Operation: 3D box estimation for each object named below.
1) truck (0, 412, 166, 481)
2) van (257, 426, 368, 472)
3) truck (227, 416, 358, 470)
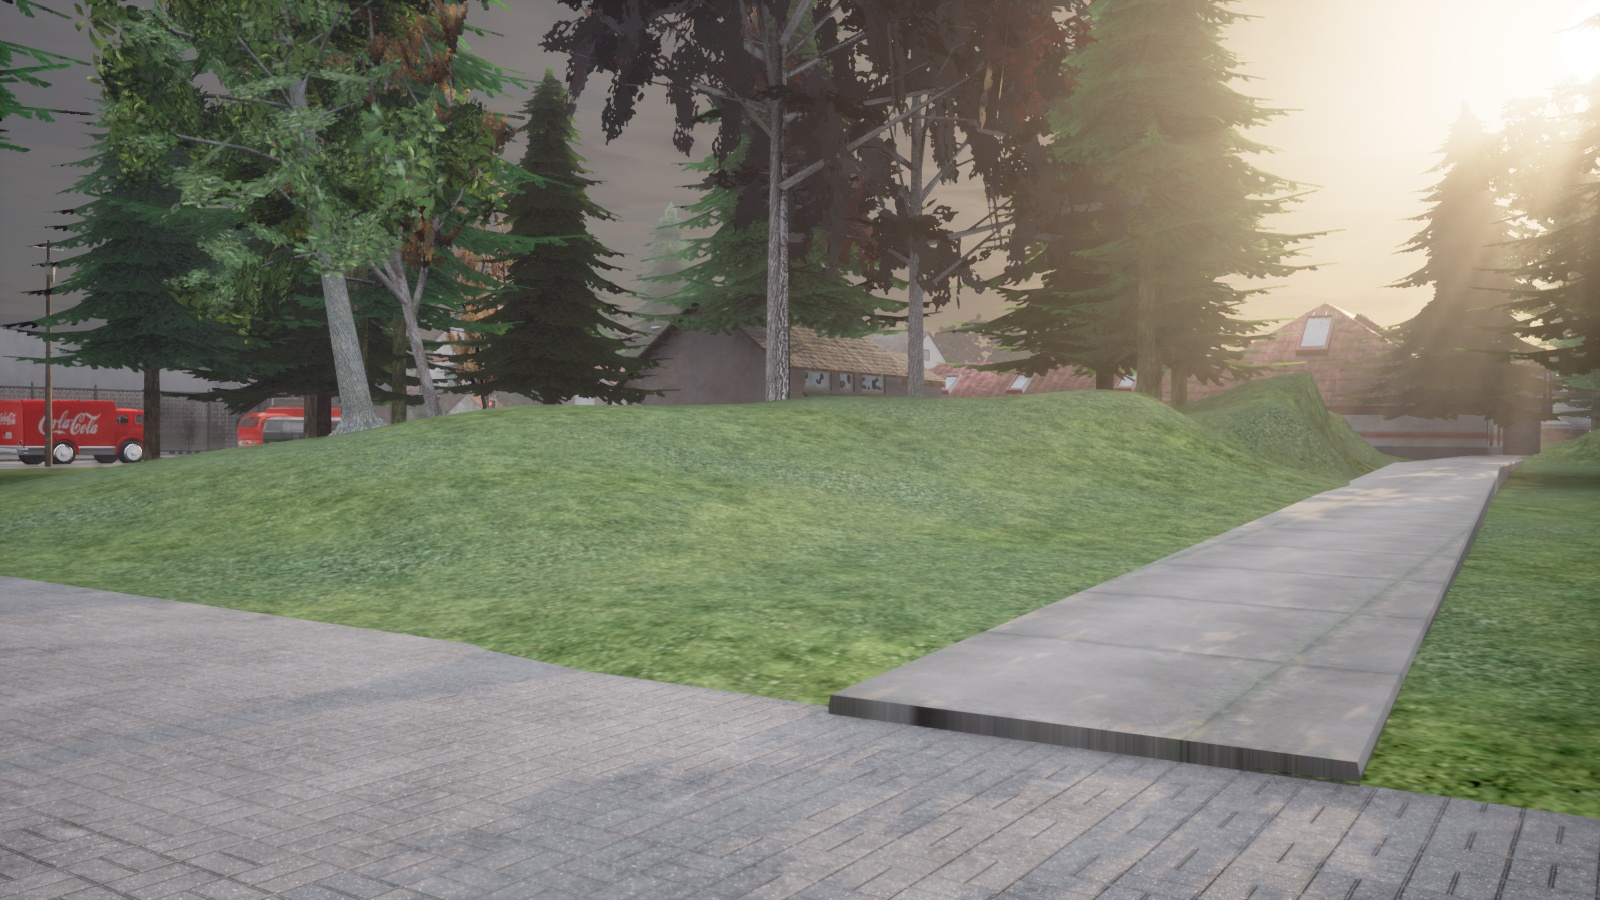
[{"bbox_3d":[-27.380,-0.161,47.754,2.627,2.467,5.204,0,1,34],"label":"truck"},{"bbox_3d":[-21.763,-0.088,56.213,1.775,1.987,4.442,0,1,33],"label":"van"},{"bbox_3d":[-24.142,-0.356,59.893,2.627,2.467,5.204,0,1,33],"label":"truck"}]
